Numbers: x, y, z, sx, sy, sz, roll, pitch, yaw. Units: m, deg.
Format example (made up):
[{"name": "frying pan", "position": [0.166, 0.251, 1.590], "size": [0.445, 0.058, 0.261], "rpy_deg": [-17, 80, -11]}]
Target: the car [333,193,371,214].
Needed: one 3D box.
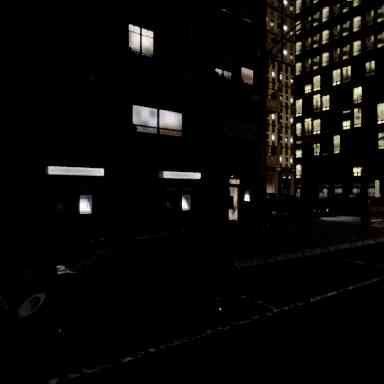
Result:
[{"name": "car", "position": [14.342, 1.029, 31.763], "size": [2.192, 1.841, 5.009], "rpy_deg": [1, 0, -36]}]

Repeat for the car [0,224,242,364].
[{"name": "car", "position": [-1.116, 1.440, 5.780], "size": [4.097, 1.590, 1.967], "rpy_deg": [0, 0, -36]}]

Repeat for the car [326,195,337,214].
[{"name": "car", "position": [9.429, 1.197, 28.638], "size": [1.837, 1.490, 4.892], "rpy_deg": [0, 1, -36]}]

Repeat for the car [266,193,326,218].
[{"name": "car", "position": [7.630, 1.010, 26.746], "size": [2.192, 1.841, 5.009], "rpy_deg": [2, 0, -36]}]

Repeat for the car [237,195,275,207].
[{"name": "car", "position": [7.759, 1.073, 40.698], "size": [1.947, 1.339, 4.313], "rpy_deg": [1, 0, -36]}]
